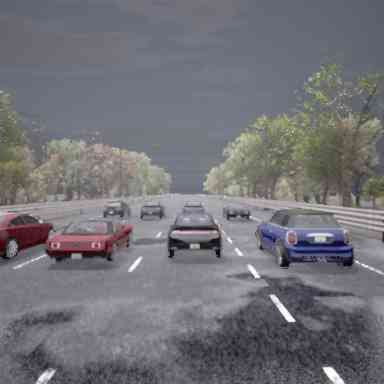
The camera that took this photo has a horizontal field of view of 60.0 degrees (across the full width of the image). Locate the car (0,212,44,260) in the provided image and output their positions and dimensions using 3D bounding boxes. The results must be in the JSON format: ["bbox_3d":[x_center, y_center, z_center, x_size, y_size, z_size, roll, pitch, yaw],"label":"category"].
[{"bbox_3d":[-6.905,1.501,12.496,1.882,1.535,5.008,0,0,0],"label":"car"}]

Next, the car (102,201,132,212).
[{"bbox_3d":[-6.858,1.571,30.544,1.812,1.442,4.674,0,0,0],"label":"car"}]

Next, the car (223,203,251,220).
[{"bbox_3d":[3.636,1.611,28.014,1.895,1.301,4.718,0,0,0],"label":"car"}]

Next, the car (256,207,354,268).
[{"bbox_3d":[3.591,1.343,11.410,2.097,1.767,4.553,0,0,0],"label":"car"}]

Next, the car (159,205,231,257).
[{"bbox_3d":[0.095,1.494,12.894,2.128,1.511,4.902,0,0,0],"label":"car"}]

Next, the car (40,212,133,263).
[{"bbox_3d":[-3.407,1.613,12.069,1.895,1.301,4.718,0,0,0],"label":"car"}]

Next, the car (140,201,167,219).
[{"bbox_3d":[-3.361,1.524,29.414,2.128,1.511,4.902,0,0,0],"label":"car"}]

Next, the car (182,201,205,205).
[{"bbox_3d":[0.139,1.512,29.438,2.128,1.511,4.902,0,0,0],"label":"car"}]
